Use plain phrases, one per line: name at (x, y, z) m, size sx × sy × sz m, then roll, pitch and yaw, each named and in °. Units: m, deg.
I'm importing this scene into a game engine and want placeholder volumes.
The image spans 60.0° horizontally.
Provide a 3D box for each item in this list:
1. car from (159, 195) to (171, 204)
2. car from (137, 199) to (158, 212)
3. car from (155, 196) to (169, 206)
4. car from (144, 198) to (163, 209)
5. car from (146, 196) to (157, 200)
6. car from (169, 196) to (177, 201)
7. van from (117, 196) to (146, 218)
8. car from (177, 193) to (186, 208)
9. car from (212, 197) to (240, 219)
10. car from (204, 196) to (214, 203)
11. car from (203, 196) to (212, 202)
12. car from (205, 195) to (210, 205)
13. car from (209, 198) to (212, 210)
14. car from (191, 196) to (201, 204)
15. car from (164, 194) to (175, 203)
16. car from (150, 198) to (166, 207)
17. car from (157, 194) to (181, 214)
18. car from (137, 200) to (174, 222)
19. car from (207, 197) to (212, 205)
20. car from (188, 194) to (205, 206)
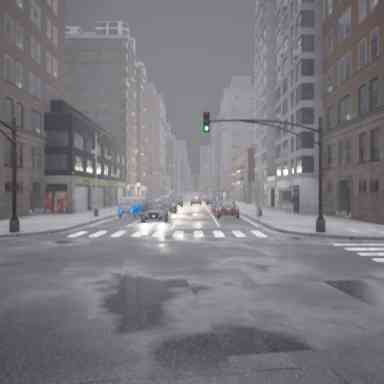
car at (-5.070, 1.475, 62.716) m, size 1.967 × 1.590 × 4.097 m, roll 0°, pitch 0°, yaw 1°
car at (-5.342, 1.587, 40.623) m, size 1.947 × 1.339 × 4.313 m, roll 0°, pitch 0°, yaw 1°
car at (-5.138, 1.472, 57.193) m, size 1.967 × 1.590 × 4.097 m, roll 0°, pitch 0°, yaw 1°
car at (-5.274, 1.576, 46.147) m, size 2.008 × 1.369 × 4.403 m, roll 0°, pitch 0°, yaw 1°
car at (-5.410, 1.333, 35.100) m, size 2.192 × 1.841 × 5.009 m, roll 0°, pitch 0°, yaw 1°
car at (-4.798, 1.615, 84.809) m, size 1.947 × 1.339 × 4.313 m, roll 0°, pitch 0°, yaw 1°
van at (-5.478, 1.356, 29.577) m, size 1.690 × 1.788 × 3.998 m, roll 0°, pitch 0°, yaw 1°
car at (-2.444, 1.247, 49.699) m, size 2.150 × 2.045 × 5.566 m, roll 0°, pitch 0°, yaw 1°
car at (3.048, 1.445, 29.477) m, size 1.967 × 1.590 × 4.097 m, roll 0°, pitch 0°, yaw 1°
car at (3.523, 1.574, 68.150) m, size 1.887 × 1.381 × 4.507 m, roll 0°, pitch 0°, yaw 1°
car at (3.660, 1.619, 79.199) m, size 1.802 × 1.307 × 4.206 m, roll 0°, pitch 0°, yaw 1°
car at (3.387, 1.589, 57.101) m, size 1.947 × 1.339 × 4.313 m, roll 0°, pitch 0°, yaw 1°
car at (3.116, 1.575, 35.002) m, size 1.947 × 1.339 × 4.313 m, roll 0°, pitch 0°, yaw 1°
car at (0.833, 1.595, 66.272) m, size 1.994 × 1.385 × 4.181 m, roll 0°, pitch 0°, yaw 1°
car at (-4.935, 1.357, 73.763) m, size 2.192 × 1.841 × 5.009 m, roll 0°, pitch 0°, yaw 1°
car at (-5.206, 1.579, 51.670) m, size 2.008 × 1.369 × 4.403 m, roll 0°, pitch 0°, yaw 1°
car at (-2.628, 1.368, 36.086) m, size 2.097 × 1.767 × 4.553 m, roll 0°, pitch 0°, yaw 1°
car at (-2.754, 1.574, 26.052) m, size 1.994 × 1.385 × 4.181 m, roll 0°, pitch 0°, yaw 1°
car at (3.184, 1.594, 40.526) m, size 1.802 × 1.307 × 4.206 m, roll 0°, pitch 0°, yaw 1°
car at (0.705, 1.516, 55.854) m, size 2.128 × 1.511 × 4.902 m, roll 0°, pitch 0°, yaw 1°
